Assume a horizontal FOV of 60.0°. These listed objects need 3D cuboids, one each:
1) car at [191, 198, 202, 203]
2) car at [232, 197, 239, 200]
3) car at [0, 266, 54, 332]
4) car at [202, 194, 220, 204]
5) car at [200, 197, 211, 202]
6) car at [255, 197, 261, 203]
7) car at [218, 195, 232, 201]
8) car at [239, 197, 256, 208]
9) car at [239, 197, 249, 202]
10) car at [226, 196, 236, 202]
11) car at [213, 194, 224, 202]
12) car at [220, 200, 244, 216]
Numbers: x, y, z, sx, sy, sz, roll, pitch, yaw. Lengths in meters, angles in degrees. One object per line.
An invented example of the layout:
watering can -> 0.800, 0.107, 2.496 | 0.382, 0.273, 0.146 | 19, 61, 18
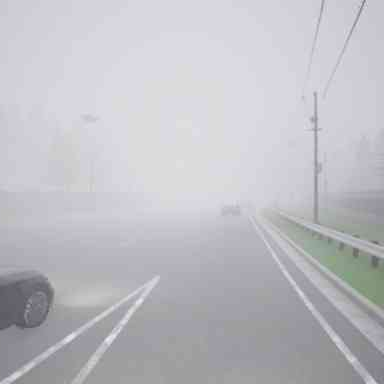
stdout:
car -> 1.253, 2.096, 82.025 | 2.033, 1.411, 5.357 | 0, 0, 14
car -> 11.434, 2.084, 79.453 | 2.128, 1.511, 4.902 | 0, 0, 14
car -> -3.852, 1.548, 4.302 | 1.812, 1.442, 4.674 | 0, 0, 14
car -> 4.655, 1.782, 81.199 | 2.150, 2.045, 5.566 | 0, 0, 14
car -> 3.806, 2.011, 92.129 | 2.033, 1.411, 5.357 | 0, 0, 14
car -> 17.480, 2.171, 89.099 | 2.128, 1.511, 4.902 | 0, 0, 14
car -> 8.142, 2.086, 80.715 | 1.812, 1.442, 4.674 | 0, 0, 14
car -> 9.563, 2.013, 57.348 | 1.895, 1.301, 4.718 | 0, 0, 14
car -> 13.986, 1.999, 89.557 | 2.128, 1.511, 4.902 | 0, 0, 14
car -> 10.593, 1.951, 90.415 | 1.882, 1.535, 5.008 | 0, 0, 14
car -> 7.207, 1.697, 91.303 | 2.150, 2.045, 5.566 | 0, 0, 14
car -> 4.238, 1.853, 35.434 | 1.895, 1.301, 4.718 | 0, 0, 12
